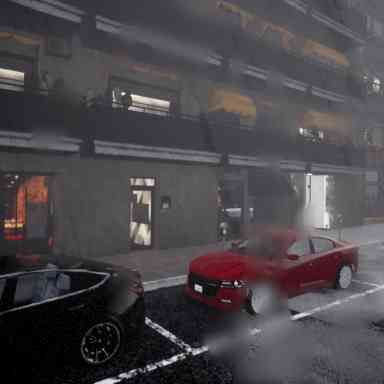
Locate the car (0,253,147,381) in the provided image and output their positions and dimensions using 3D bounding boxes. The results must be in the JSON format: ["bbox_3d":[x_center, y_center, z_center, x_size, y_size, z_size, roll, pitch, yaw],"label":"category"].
[{"bbox_3d":[-2.663,1.566,4.191,4.313,1.339,1.947,0,1,-36],"label":"car"}]

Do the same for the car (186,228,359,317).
[{"bbox_3d":[1.953,1.546,7.485,4.507,1.381,1.887,0,1,-36],"label":"car"}]
